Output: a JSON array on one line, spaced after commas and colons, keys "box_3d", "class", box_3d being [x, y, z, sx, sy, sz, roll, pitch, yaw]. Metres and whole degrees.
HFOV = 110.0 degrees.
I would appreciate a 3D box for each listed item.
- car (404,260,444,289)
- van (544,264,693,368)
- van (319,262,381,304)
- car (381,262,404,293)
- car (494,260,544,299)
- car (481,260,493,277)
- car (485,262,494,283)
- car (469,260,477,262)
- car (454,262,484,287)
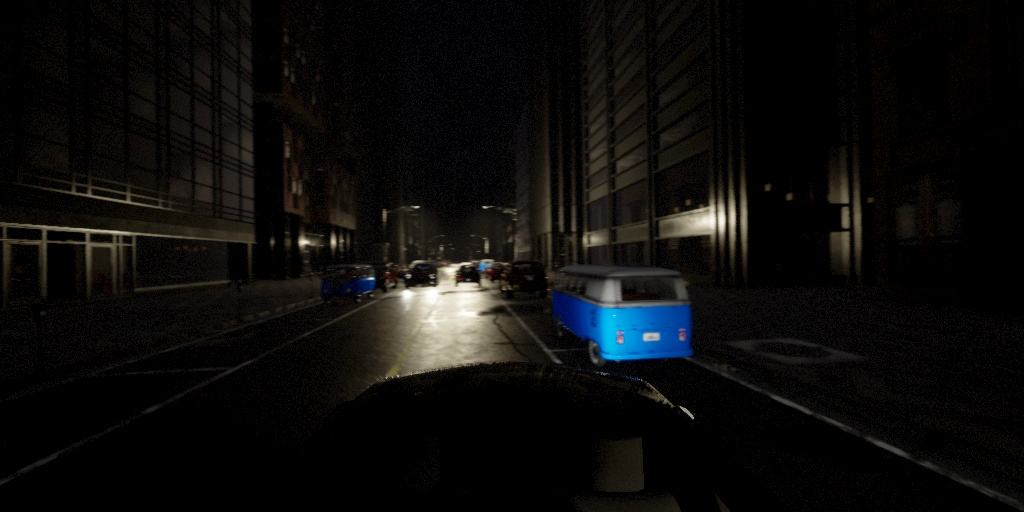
[{"box_3d": [-6.284, 1.324, 25.491, 2.097, 1.767, 4.553, -1, 0, -7], "class": "car"}, {"box_3d": [2.026, 1.083, 7.644, 1.690, 1.789, 3.998, 0, 0, -8], "class": "van"}, {"box_3d": [-7.922, 1.305, 17.609, 1.690, 1.789, 3.998, 0, 0, -8], "class": "van"}, {"box_3d": [-8.672, 1.319, 23.168, 2.192, 1.841, 5.009, 0, 0, -8], "class": "car"}, {"box_3d": [0.524, 1.136, 18.761, 2.192, 1.841, 5.009, 0, 0, -8], "class": "car"}, {"box_3d": [-1.728, 1.382, 35.437, 1.967, 1.591, 4.097, 0, 0, -8], "class": "car"}, {"box_3d": [-0.977, 1.447, 29.879, 1.888, 1.381, 4.507, 0, 0, -8], "class": "car"}, {"box_3d": [-5.492, 1.572, 43.238, 1.812, 1.442, 4.674, -1, 0, -8], "class": "car"}, {"box_3d": [-3.302, 1.453, 26.945, 1.812, 1.442, 4.674, -1, 0, -7], "class": "car"}]
